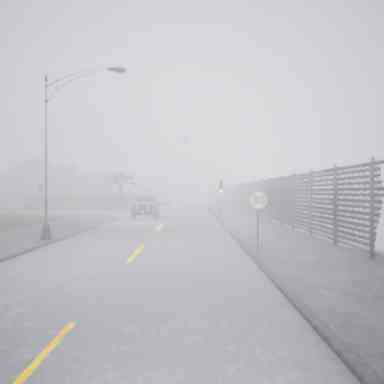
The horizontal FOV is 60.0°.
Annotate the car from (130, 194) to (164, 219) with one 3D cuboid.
[{"bbox_3d":[-3.995,1.231,29.471,2.150,2.045,5.566,0,0,0],"label":"car"}]

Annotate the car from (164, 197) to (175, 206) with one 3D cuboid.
[{"bbox_3d":[-3.990,1.550,54.899,1.812,1.442,4.674,0,1,0],"label":"car"}]
